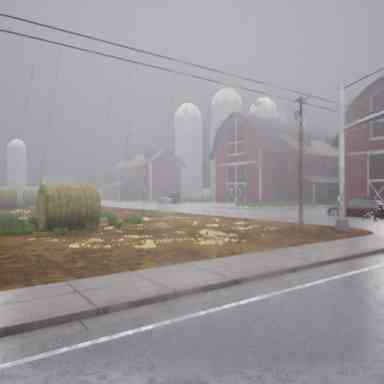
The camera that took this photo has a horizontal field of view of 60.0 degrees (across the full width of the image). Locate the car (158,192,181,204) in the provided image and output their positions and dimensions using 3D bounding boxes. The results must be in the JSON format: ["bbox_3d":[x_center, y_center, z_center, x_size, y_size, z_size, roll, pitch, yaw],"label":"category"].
[{"bbox_3d":[-3.920,1.077,57.685,3.866,1.878,1.905,-2,5,11],"label":"car"}]

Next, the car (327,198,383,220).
[{"bbox_3d":[13.528,1.288,27.370,2.097,1.767,4.553,0,0,-36],"label":"car"}]
